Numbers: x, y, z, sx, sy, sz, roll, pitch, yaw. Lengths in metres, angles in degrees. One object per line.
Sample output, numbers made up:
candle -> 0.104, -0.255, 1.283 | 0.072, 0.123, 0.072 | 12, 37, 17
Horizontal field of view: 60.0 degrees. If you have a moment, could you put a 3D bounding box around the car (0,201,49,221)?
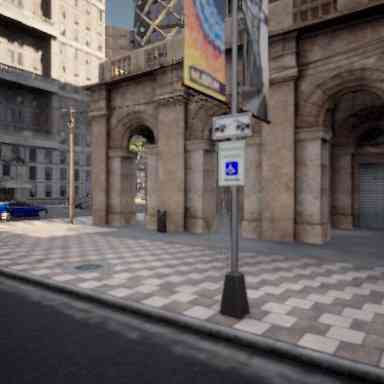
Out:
car -> -14.323, 1.459, 27.350 | 1.882, 1.535, 5.008 | 0, 0, 33

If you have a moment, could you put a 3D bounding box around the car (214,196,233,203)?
car -> 6.506, 1.577, 68.572 | 1.895, 1.301, 4.718 | 0, 0, 34

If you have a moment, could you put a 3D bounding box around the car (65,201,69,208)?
car -> -14.843, 1.466, 45.116 | 2.128, 1.511, 4.902 | 0, 0, 36

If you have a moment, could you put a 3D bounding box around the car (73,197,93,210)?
car -> -12.603, 1.540, 42.230 | 1.994, 1.385, 4.181 | 0, 0, 35
